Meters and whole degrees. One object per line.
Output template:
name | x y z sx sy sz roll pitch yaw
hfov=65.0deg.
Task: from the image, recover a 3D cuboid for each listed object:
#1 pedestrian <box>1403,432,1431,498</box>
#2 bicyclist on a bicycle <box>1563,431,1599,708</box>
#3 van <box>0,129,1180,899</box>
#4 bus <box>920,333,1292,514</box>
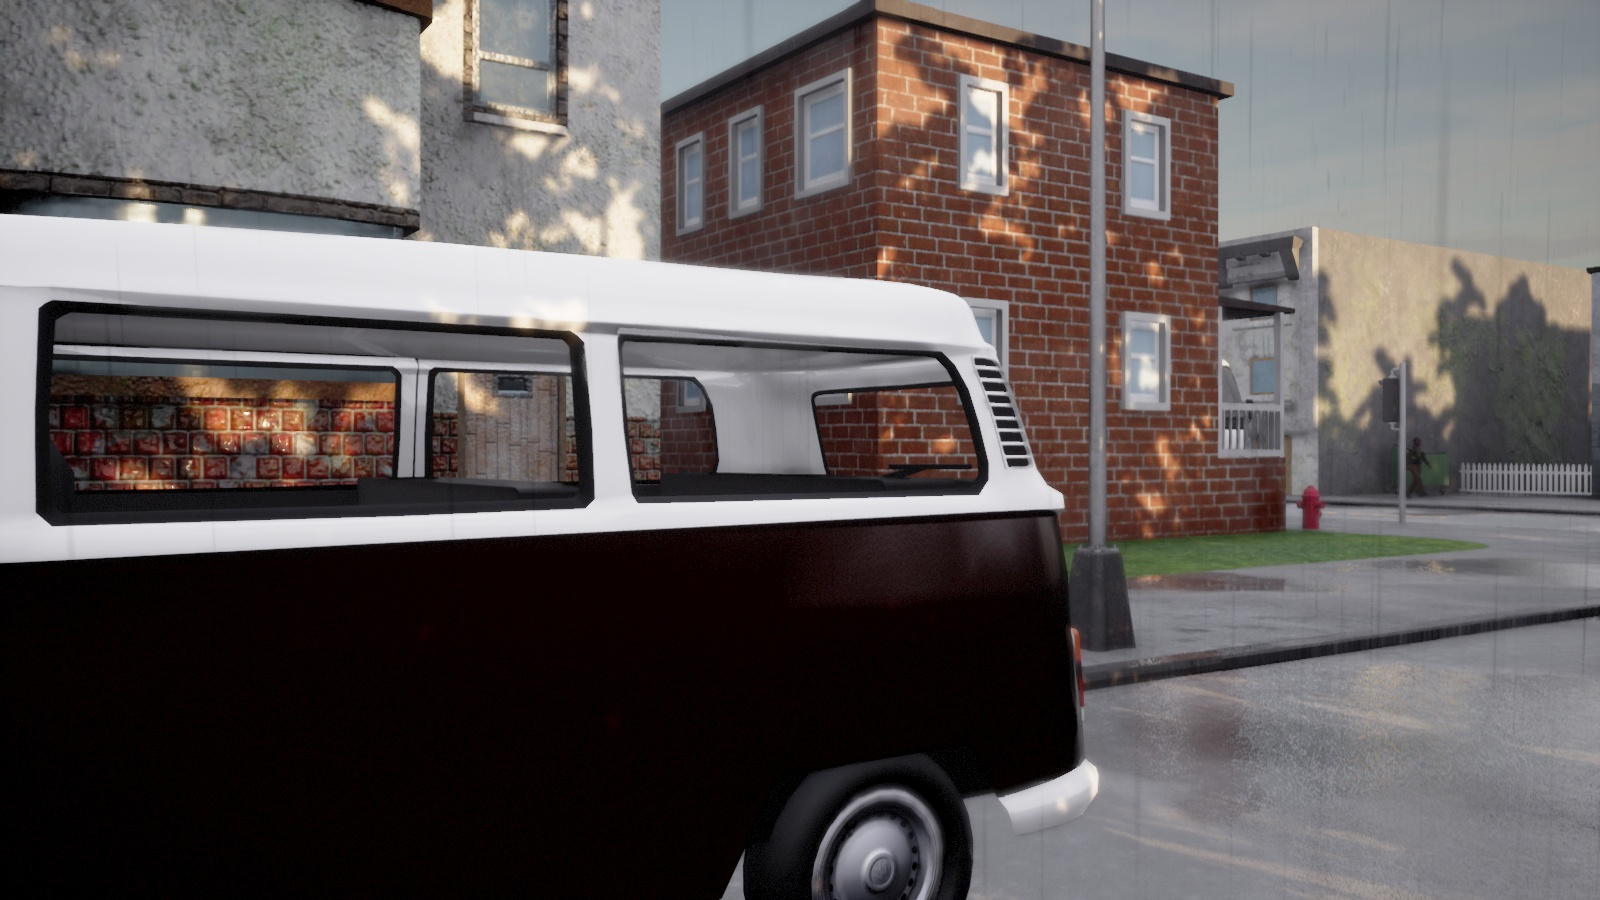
pedestrian | 18.123 0.446 36.900 0.395 1.930 0.692 0 0 -8
bicyclist on a bicycle | 5.428 0.690 7.687 1.656 1.620 0.582 0 0 -31
van | -1.300 0.478 3.395 4.480 2.038 2.069 0 0 -34
bus | 7.975 -0.606 34.812 3.944 4.253 10.273 0 0 -30
